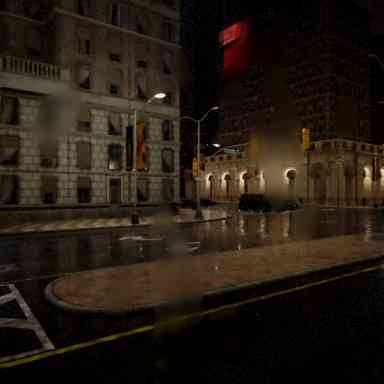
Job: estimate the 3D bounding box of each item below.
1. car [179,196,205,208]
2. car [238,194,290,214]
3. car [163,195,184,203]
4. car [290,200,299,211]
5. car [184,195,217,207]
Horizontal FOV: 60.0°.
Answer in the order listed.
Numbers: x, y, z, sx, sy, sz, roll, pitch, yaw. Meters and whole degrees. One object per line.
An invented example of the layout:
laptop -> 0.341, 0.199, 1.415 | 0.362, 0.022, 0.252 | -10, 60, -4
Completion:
car -> -0.685, 1.601, 47.713 | 1.895, 1.301, 4.718 | 0, 0, -35
car -> 7.490, 1.224, 36.290 | 2.150, 2.045, 5.566 | 0, 0, -36
car -> -3.994, 1.513, 70.881 | 2.128, 1.511, 4.902 | 0, 0, -35
car -> 9.834, 1.223, 39.560 | 2.150, 2.045, 5.566 | 0, 0, -40
car -> 1.515, 1.548, 50.654 | 2.033, 1.411, 5.357 | 0, 0, -35
